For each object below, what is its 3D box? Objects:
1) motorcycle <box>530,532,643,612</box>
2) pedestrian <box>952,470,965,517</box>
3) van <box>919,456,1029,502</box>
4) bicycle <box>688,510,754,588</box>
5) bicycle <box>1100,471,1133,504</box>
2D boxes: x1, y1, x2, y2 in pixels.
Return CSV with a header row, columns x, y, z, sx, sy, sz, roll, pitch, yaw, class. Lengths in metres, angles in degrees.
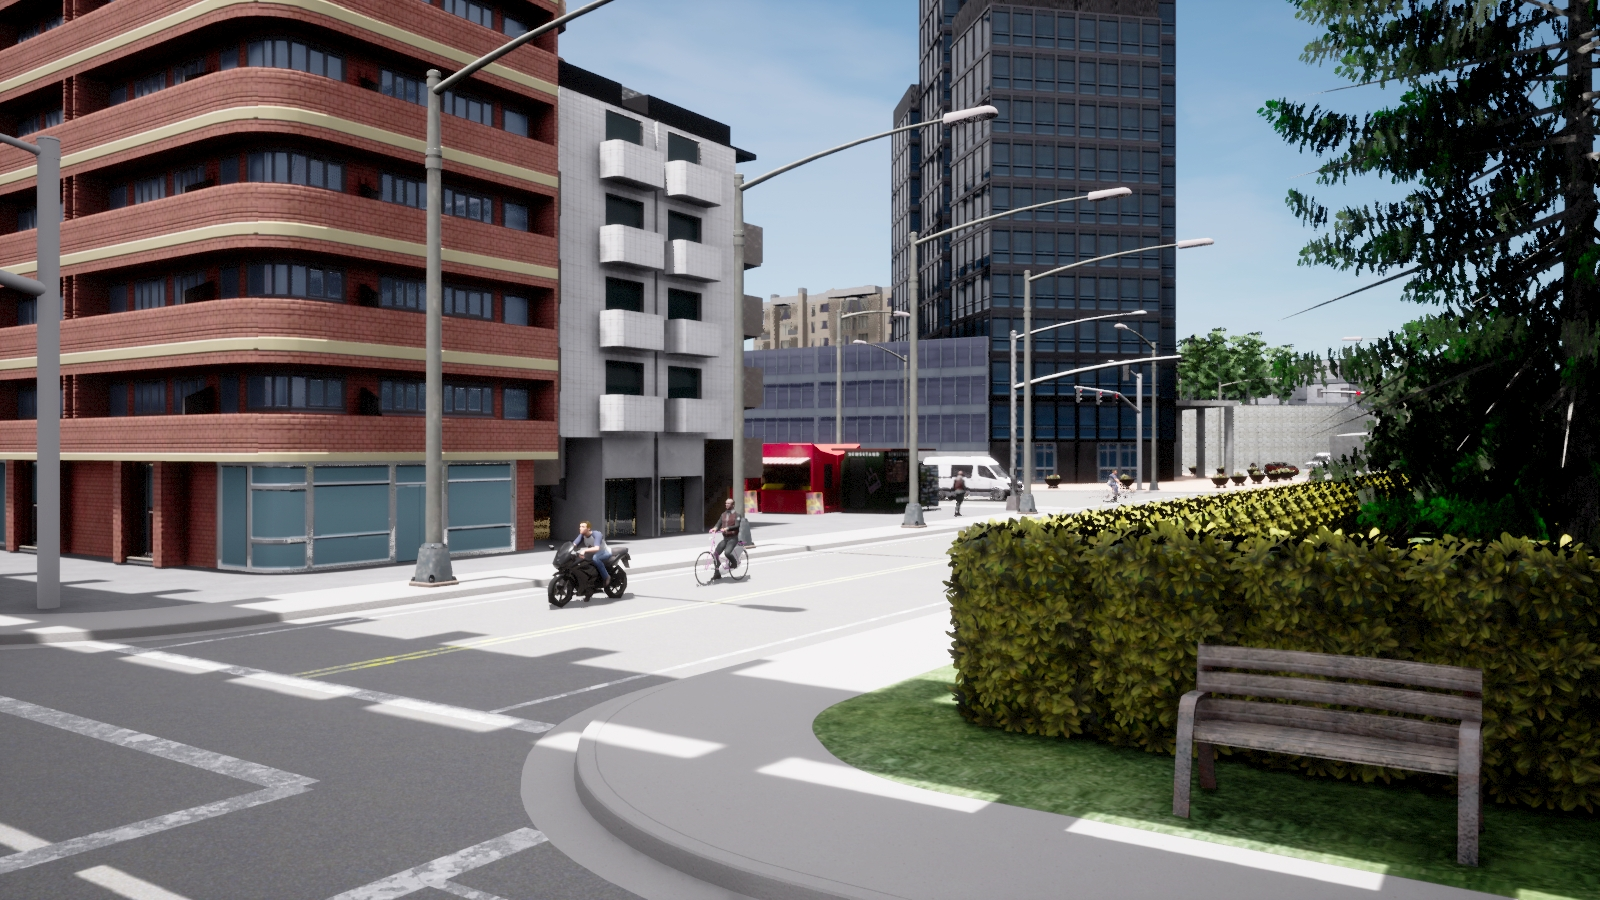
x,y,z,sx,sy,sz,roll,pitch,yaw,class
-3.850,2.174,20.756,0.803,1.224,2.033,0,0,34,motorcycle
6.334,1.716,45.637,0.375,1.860,0.375,0,0,43,pedestrian
9.973,1.650,65.656,5.915,2.561,1.988,-1,-1,33,van
-1.641,2.048,23.979,0.329,1.496,1.835,0,0,34,bicycle
16.959,1.992,61.245,1.643,1.717,0.373,0,-1,34,bicycle
